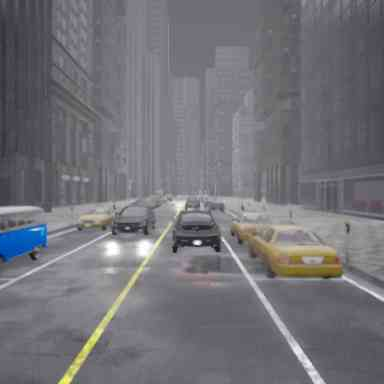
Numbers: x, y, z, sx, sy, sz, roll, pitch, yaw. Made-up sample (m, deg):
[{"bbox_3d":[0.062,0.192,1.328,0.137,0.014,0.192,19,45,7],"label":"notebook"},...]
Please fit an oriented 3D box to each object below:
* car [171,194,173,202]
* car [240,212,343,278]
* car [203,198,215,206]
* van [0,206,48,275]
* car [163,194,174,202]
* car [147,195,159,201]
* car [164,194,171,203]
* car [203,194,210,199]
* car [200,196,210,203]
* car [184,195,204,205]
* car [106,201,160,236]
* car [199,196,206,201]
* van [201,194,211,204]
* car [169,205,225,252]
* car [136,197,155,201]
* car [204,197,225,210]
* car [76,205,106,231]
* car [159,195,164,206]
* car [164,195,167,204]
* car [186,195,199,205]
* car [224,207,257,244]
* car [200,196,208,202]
[{"bbox_3d":[-5.775,1.383,77.054,2.192,1.841,5.009,0,0,0],"label":"car"},{"bbox_3d":[2.761,1.525,9.920,1.752,1.417,4.829,0,0,0],"label":"car"},{"bbox_3d":[2.754,1.616,54.622,1.802,1.307,4.206,0,0,0],"label":"car"},{"bbox_3d":[-5.764,1.340,9.741,1.690,1.788,3.998,0,0,0],"label":"van"},{"bbox_3d":[-5.776,1.395,82.664,2.192,1.841,5.009,0,0,0],"label":"car"},{"bbox_3d":[-5.769,1.464,43.398,1.967,1.590,4.097,0,0,0],"label":"car"},{"bbox_3d":[-5.773,1.600,65.835,2.008,1.369,4.403,0,0,0],"label":"car"},{"bbox_3d":[2.755,1.469,49.014,1.967,1.590,4.097,0,0,0],"label":"car"},{"bbox_3d":[2.751,1.602,71.449,1.887,1.381,4.507,0,0,0],"label":"car"},{"bbox_3d":[0.094,1.513,42.636,2.128,1.511,4.902,0,0,0],"label":"car"},{"bbox_3d":[-3.102,1.479,18.515,1.882,1.535,5.008,0,0,0],"label":"car"},{"bbox_3d":[2.749,1.675,88.275,1.802,1.307,4.206,0,0,0],"label":"car"},{"bbox_3d":[2.752,1.390,65.841,1.690,1.788,3.998,0,0,0],"label":"van"},{"bbox_3d":[0.127,1.505,13.964,1.837,1.490,4.892,0,0,-1],"label":"car"},{"bbox_3d":[-5.768,1.584,37.788,1.947,1.339,4.313,0,0,0],"label":"car"},{"bbox_3d":[2.757,1.569,37.794,2.008,1.369,4.403,0,0,0],"label":"car"},{"bbox_3d":[-5.766,1.529,20.790,1.752,1.417,4.829,0,0,0],"label":"car"},{"bbox_3d":[-5.770,1.344,49.007,2.192,1.841,5.009,0,0,0],"label":"car"},{"bbox_3d":[-5.771,1.585,54.617,2.008,1.369,4.403,0,0,0],"label":"car"},{"bbox_3d":[0.091,1.391,59.393,2.097,1.767,4.553,0,0,0],"label":"car"},{"bbox_3d":[2.760,1.525,15.529,1.752,1.417,4.829,0,0,0],"label":"car"},{"bbox_3d":[2.750,1.594,77.228,1.752,1.417,4.829,0,0,0],"label":"car"}]
